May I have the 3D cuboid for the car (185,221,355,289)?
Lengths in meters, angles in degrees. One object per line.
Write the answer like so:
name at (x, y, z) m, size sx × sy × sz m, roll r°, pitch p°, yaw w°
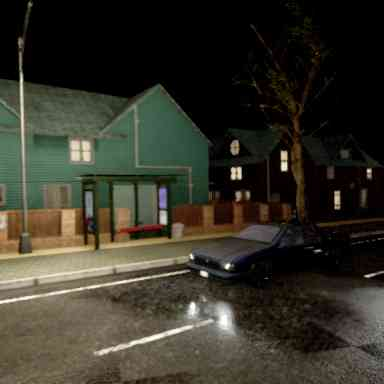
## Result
car at (2.456, 1.551, 9.415) m, size 5.357 × 1.411 × 2.033 m, roll 0°, pitch 0°, yaw -35°
